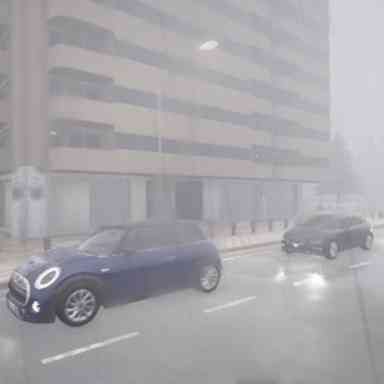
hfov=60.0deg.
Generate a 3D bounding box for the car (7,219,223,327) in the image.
[{"bbox_3d":[-1.487,1.456,7.409,4.553,1.767,2.097,0,-1,-40],"label":"car"}]

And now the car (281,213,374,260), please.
[{"bbox_3d":[5.479,1.625,13.176,4.892,1.490,1.837,0,-1,-40],"label":"car"}]
